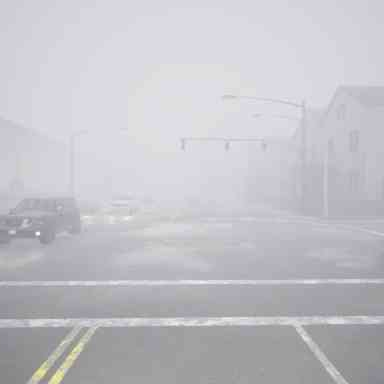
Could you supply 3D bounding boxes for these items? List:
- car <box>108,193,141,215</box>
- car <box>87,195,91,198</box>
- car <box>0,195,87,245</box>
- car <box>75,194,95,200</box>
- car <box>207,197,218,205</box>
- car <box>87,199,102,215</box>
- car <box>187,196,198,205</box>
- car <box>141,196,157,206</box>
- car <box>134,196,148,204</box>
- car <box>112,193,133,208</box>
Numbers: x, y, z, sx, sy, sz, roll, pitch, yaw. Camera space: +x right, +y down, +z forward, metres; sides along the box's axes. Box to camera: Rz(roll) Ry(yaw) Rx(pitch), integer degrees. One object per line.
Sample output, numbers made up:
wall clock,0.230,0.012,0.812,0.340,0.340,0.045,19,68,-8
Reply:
car,-7.066,1.214,34.704,2.150,2.045,5.566,0,1,0
car,-28.095,1.452,84.419,2.038,1.542,4.974,0,0,-36
car,-7.084,1.221,15.880,2.150,2.045,5.566,0,0,0
car,-28.880,1.452,89.786,2.038,1.542,4.974,0,0,29
car,3.558,1.599,58.695,1.895,1.301,4.718,0,0,0
car,-10.566,1.564,33.685,1.994,1.385,4.181,0,0,0
car,0.059,1.491,58.669,2.128,1.511,4.902,0,0,0
car,-7.034,1.505,55.773,1.837,1.490,4.892,0,0,0
car,-10.431,1.575,68.590,2.033,1.411,5.357,0,0,0
car,-10.546,1.221,50.935,2.150,2.045,5.566,0,0,0
